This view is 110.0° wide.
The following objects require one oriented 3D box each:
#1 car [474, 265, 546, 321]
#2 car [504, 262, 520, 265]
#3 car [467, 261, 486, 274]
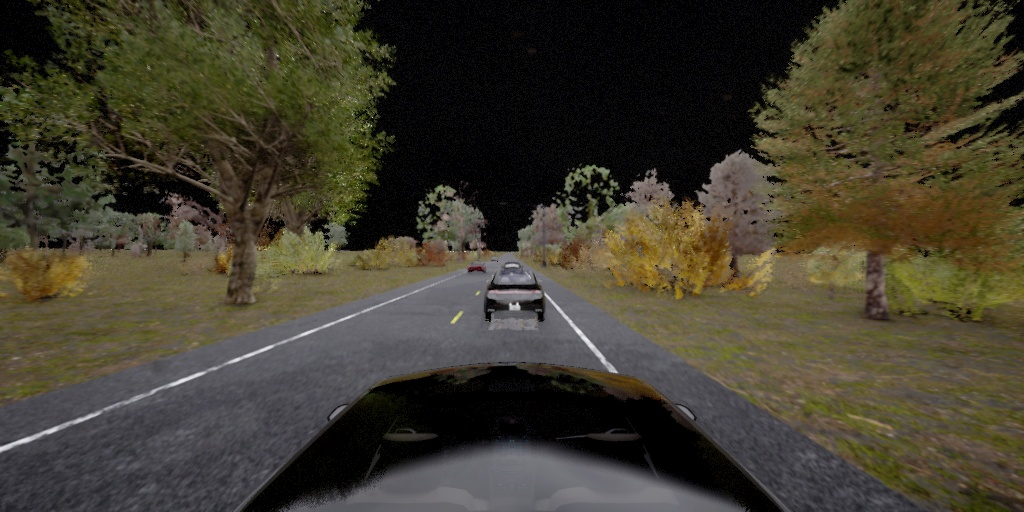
[{"bbox_3d":[0.078,1.214,12.341,2.128,1.511,4.902,0,0,0],"label":"car"},{"bbox_3d":[0.015,1.197,29.965,1.812,1.442,4.674,0,0,0],"label":"car"},{"bbox_3d":[-3.731,1.242,38.997,1.895,1.301,4.718,0,0,0],"label":"car"}]
